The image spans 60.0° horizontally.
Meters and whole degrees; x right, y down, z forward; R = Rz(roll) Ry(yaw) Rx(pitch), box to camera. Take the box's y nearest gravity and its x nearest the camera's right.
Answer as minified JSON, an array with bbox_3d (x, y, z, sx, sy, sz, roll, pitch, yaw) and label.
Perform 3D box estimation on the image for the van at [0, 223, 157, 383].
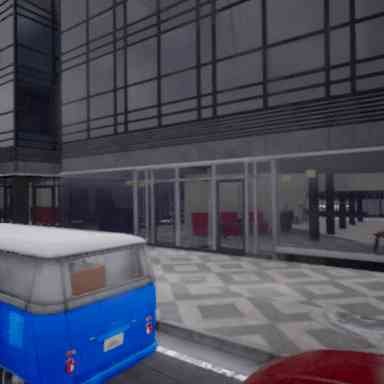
[{"bbox_3d":[-2.345,1.389,4.645,3.998,1.788,1.690,-1,-1,36],"label":"van"}]

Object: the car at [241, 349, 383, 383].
[{"bbox_3d":[2.214,1.534,1.387,4.507,1.381,1.887,-1,-1,36],"label":"car"}]
